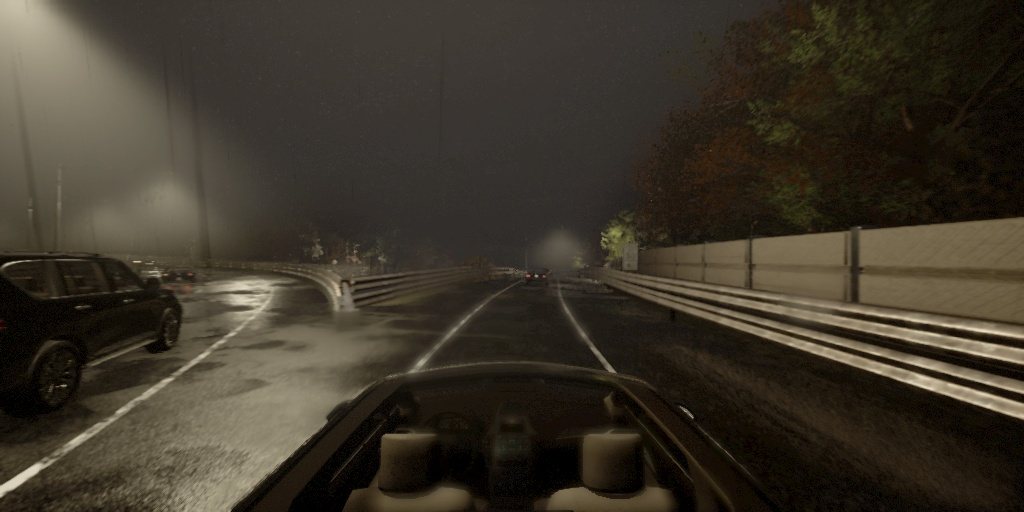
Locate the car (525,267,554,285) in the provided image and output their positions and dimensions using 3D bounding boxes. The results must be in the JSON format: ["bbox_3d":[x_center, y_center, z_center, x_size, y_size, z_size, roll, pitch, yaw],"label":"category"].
[{"bbox_3d":[2.105,1.579,28.927,2.033,1.411,5.357,0,-1,7],"label":"car"}]

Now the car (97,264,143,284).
[{"bbox_3d":[-30.226,1.340,27.788,1.895,1.301,4.718,1,-1,-41],"label":"car"}]

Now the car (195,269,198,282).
[{"bbox_3d":[-25.472,1.377,27.580,1.895,1.301,4.718,1,-1,-40],"label":"car"}]

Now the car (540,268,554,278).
[{"bbox_3d":[5.263,2.598,54.103,1.837,1.490,4.892,0,-3,9],"label":"car"}]

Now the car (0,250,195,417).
[{"bbox_3d":[-7.347,0.942,5.496,2.150,2.045,5.566,1,-1,-25],"label":"car"}]
